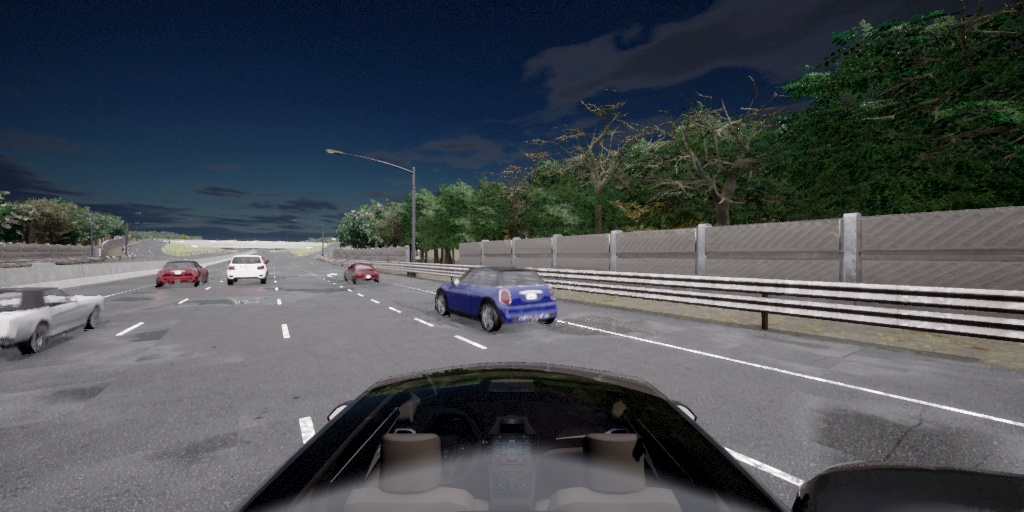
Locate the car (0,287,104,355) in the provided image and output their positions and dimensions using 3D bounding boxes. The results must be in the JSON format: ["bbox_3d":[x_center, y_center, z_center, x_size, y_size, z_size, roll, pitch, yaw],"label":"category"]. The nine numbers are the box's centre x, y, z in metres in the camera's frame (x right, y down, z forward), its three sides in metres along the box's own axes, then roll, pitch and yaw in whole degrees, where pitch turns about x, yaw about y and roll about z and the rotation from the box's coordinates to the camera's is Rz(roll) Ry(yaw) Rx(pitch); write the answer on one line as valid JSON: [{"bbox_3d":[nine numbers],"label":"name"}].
[{"bbox_3d":[-11.189,1.348,7.976,1.895,1.301,4.718,0,0,-34],"label":"car"}]

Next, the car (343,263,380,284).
[{"bbox_3d":[-11.354,1.265,27.009,1.812,1.442,4.674,0,0,-34],"label":"car"}]

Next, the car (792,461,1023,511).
[{"bbox_3d":[2.985,1.315,0.502,4.181,1.385,1.994,0,0,34],"label":"car"}]

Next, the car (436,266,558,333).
[{"bbox_3d":[-0.686,1.100,11.194,2.097,1.767,4.553,0,0,-34],"label":"car"}]

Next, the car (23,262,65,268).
[{"bbox_3d":[-38.736,1.245,29.779,1.812,1.442,4.674,0,0,-34],"label":"car"}]

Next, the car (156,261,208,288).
[{"bbox_3d":[-22.217,1.086,24.328,2.097,1.767,4.553,0,0,-34],"label":"car"}]

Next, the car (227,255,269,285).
[{"bbox_3d":[-19.283,0.957,26.244,2.150,2.045,5.566,0,0,-34],"label":"car"}]
